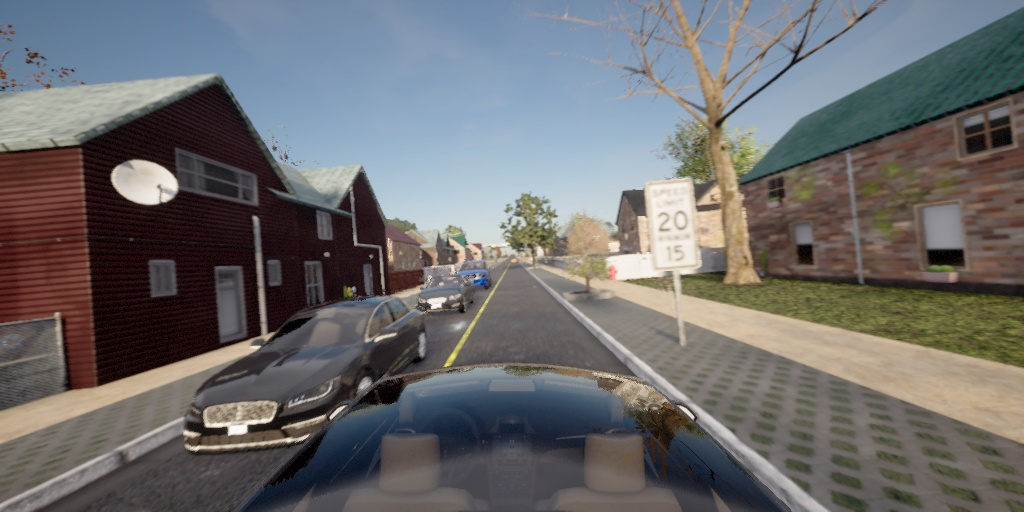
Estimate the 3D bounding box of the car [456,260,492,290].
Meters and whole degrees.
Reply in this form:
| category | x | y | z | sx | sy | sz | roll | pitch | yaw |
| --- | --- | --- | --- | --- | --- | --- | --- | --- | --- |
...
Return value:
| category | x | y | z | sx | sy | sz | roll | pitch | yaw |
| --- | --- | --- | --- | --- | --- | --- | --- | --- | --- |
| car | -2.699 | 1.370 | 26.254 | 2.150 | 2.045 | 5.566 | -5 | 0 | 0 |

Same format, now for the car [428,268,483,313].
| category | x | y | z | sx | sy | sz | roll | pitch | yaw |
| --- | --- | --- | --- | --- | --- | --- | --- | --- | --- |
| car | -2.740 | 1.574 | 15.534 | 2.128 | 1.511 | 4.902 | -5 | 0 | 0 |

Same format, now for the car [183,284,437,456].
| category | x | y | z | sx | sy | sz | roll | pitch | yaw |
| --- | --- | --- | --- | --- | --- | --- | --- | --- | --- |
| car | -2.791 | 1.526 | 6.066 | 1.837 | 1.490 | 4.892 | -5 | 0 | 0 |
